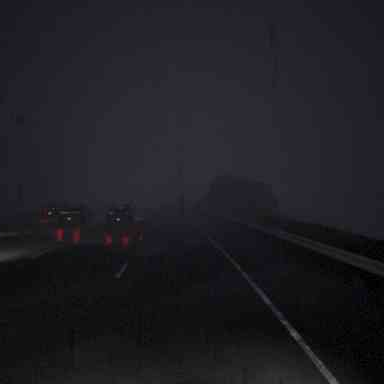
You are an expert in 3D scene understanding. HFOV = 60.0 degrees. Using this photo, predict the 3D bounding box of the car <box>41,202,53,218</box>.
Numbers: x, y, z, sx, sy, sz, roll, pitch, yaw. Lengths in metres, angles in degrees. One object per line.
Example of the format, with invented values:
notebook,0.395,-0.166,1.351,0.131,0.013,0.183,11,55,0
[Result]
car,-13.848,1.761,33.705,1.837,1.490,4.892,0,0,-11

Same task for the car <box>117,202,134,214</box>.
car,-8.298,1.900,41.360,1.895,1.301,4.718,0,0,-13

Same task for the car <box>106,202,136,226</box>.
car,-5.331,1.674,25.082,2.128,1.511,4.902,0,0,-8

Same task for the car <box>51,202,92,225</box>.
car,-8.938,1.684,25.707,2.128,1.511,4.902,0,0,-8
